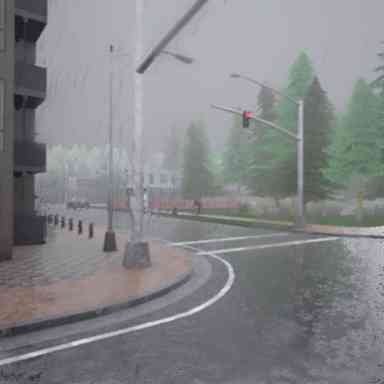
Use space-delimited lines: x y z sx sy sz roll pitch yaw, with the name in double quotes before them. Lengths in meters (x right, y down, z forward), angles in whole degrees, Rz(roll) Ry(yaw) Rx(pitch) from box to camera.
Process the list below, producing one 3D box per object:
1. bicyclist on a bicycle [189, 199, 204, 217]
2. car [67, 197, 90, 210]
"bicyclist on a bicycle" 0.389 1.416 29.284 1.656 1.620 0.582 0 0 -35
"car" -15.646 1.444 45.613 2.097 1.767 4.553 1 0 -34
